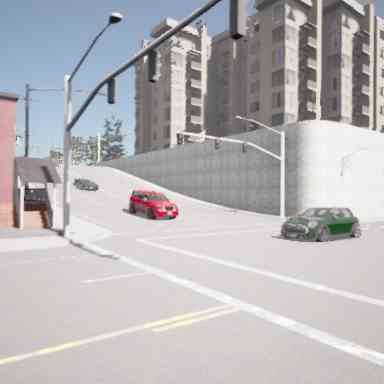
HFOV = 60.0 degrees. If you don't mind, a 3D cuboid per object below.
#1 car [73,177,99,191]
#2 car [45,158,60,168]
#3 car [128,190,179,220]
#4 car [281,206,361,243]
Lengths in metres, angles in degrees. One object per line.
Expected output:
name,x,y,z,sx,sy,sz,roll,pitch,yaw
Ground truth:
car,-12.931,-1.043,40.699,1.895,1.301,4.718,1,12,-36
car,-23.738,-4.972,56.008,2.033,1.411,5.357,1,9,-36
car,-3.233,0.996,27.130,2.150,2.045,5.566,1,4,-36
car,6.713,1.532,17.242,4.553,1.767,2.097,1,0,-35
